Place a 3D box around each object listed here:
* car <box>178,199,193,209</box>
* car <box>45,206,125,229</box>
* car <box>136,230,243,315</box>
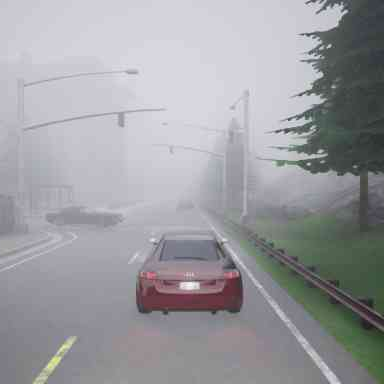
[{"bbox_3d":[-0.830,1.564,44.316,1.994,1.385,4.181,0,0,-1],"label":"car"},{"bbox_3d":[-6.762,1.591,21.328,4.718,1.301,1.895,0,0,12],"label":"car"},{"bbox_3d":[-0.072,1.564,7.657,1.994,1.385,4.181,0,0,-1],"label":"car"}]
